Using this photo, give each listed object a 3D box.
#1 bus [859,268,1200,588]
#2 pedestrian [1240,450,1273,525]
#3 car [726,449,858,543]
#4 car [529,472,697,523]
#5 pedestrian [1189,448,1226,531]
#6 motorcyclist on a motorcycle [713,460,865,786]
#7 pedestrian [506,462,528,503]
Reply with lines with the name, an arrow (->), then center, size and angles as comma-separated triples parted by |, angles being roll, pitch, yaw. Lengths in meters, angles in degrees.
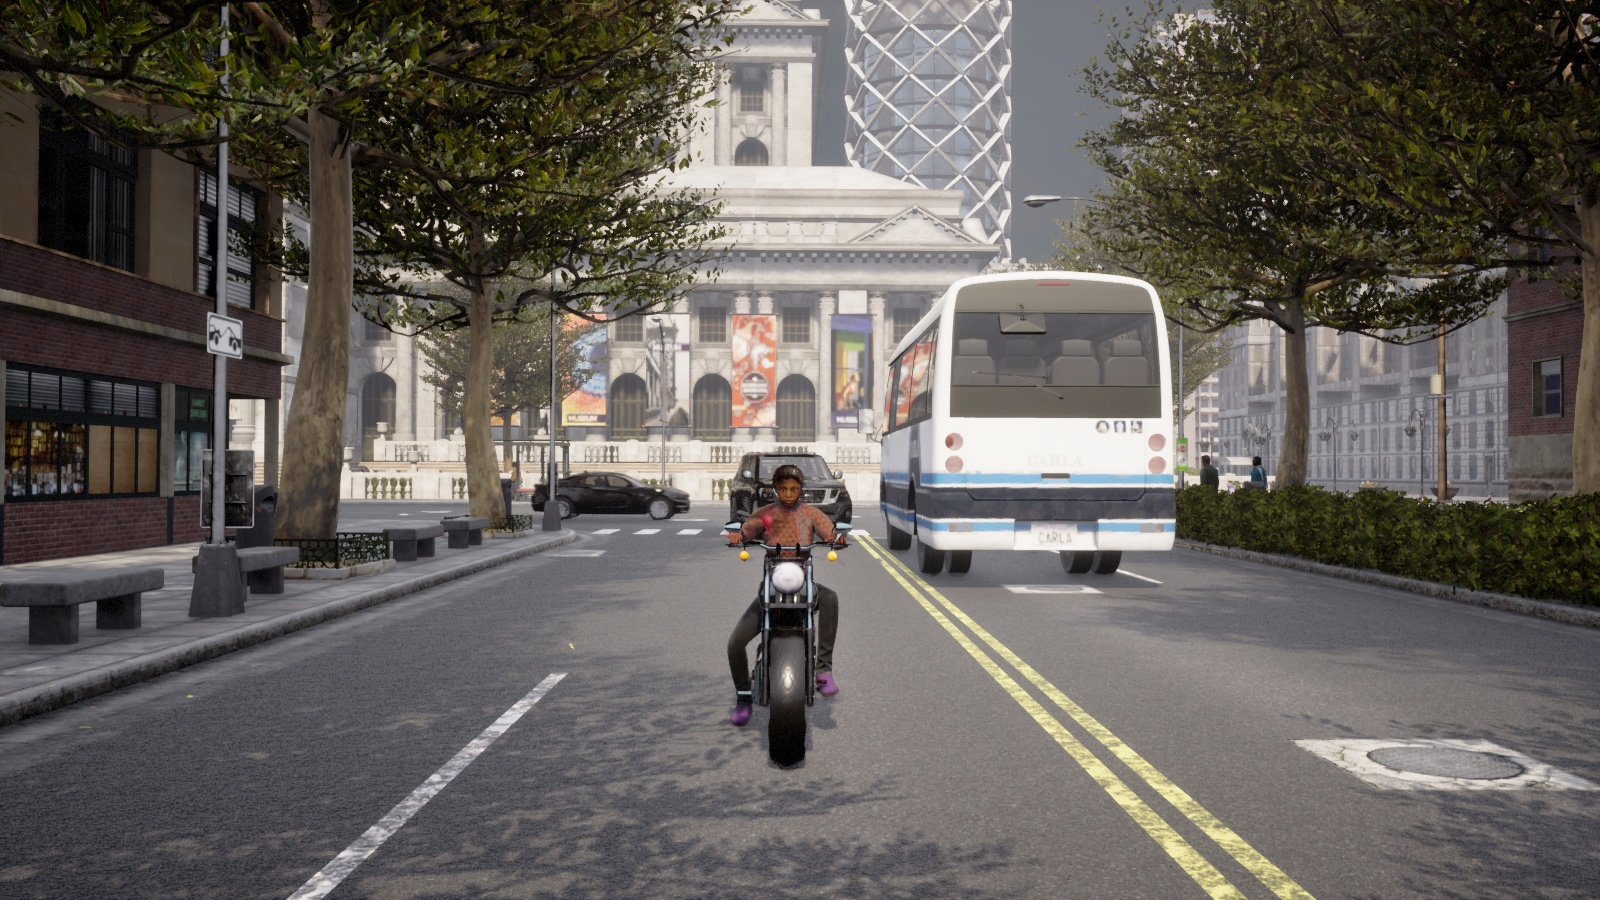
bus -> 3.303, -0.209, 21.872 | 3.944, 4.253, 10.273 | 0, -1, 0
pedestrian -> 11.855, 0.971, 32.639 | 0.692, 1.930, 0.396 | 0, -1, -7
car -> -0.332, 1.043, 30.316 | 2.150, 2.045, 5.566 | 0, -1, -12
car -> -5.849, 1.480, 39.670 | 5.008, 1.535, 1.882 | 0, -1, 0
pedestrian -> 9.764, 0.937, 30.113 | 0.423, 1.949, 0.788 | 0, -1, -23
motorcyclist on a motorcycle -> -0.065, 0.892, 7.543 | 0.766, 1.649, 2.350 | 0, -1, -1
pedestrian -> -12.967, 1.487, 57.515 | 0.900, 1.855, 0.874 | 0, -1, -7
